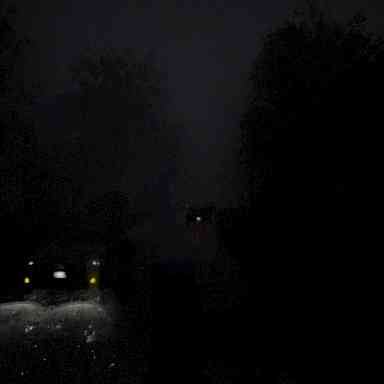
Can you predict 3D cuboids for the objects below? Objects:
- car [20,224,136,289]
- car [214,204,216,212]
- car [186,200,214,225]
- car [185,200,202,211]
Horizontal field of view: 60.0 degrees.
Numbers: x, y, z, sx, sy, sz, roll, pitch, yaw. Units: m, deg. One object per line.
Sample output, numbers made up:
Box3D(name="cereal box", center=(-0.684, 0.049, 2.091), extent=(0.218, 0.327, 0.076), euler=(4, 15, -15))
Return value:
Box3D(name="car", center=(-2.798, 1.580, 9.064), extent=(1.994, 1.385, 4.181), euler=(0, 0, 1))
Box3D(name="car", center=(2.036, 1.859, 42.563), extent=(2.128, 1.511, 4.902), euler=(0, -1, 6))
Box3D(name="car", center=(0.582, 1.633, 25.436), extent=(1.837, 1.490, 4.892), euler=(0, -1, 3))
Box3D(name="car", center=(0.280, 2.031, 51.488), extent=(1.837, 1.490, 4.892), euler=(0, -1, 9))
